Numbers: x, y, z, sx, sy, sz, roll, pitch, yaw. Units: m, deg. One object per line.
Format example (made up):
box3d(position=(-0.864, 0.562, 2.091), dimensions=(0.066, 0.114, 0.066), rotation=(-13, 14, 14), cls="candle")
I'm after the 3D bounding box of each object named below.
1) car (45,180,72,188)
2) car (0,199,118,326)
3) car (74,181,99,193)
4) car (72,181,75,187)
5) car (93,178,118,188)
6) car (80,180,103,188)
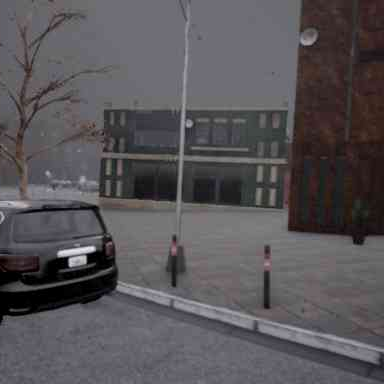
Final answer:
box3d(position=(-27.305, -1.723, 67.052), dimensions=(4.553, 1.767, 2.185), rotation=(4, 3, 21), cls="car")
box3d(position=(-3.900, 1.158, 6.880), dimensions=(5.566, 2.045, 2.150), rotation=(0, 0, 38), cls="car")
box3d(position=(-17.577, -0.734, 57.850), dimensions=(2.128, 1.511, 4.902), rotation=(4, 3, 20), cls="car")
box3d(position=(-26.352, -1.665, 69.648), dimensions=(5.008, 1.535, 2.097), rotation=(4, 3, 21), cls="car")
box3d(position=(-21.402, -2.281, 82.505), dimensions=(5.566, 2.045, 2.435), rotation=(4, 3, 21), cls="car")
box3d(position=(-23.376, -1.876, 77.367), dimensions=(4.892, 1.521, 2.231), rotation=(4, 3, 21), cls="car")
